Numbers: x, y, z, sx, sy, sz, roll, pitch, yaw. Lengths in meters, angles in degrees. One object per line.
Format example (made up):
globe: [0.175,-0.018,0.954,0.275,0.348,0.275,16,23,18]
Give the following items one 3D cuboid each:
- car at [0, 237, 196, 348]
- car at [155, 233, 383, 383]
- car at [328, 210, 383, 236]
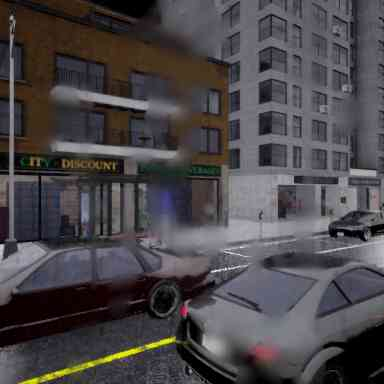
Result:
car: [-2.066,1.547,5.766,5.357,1.411,2.033,0,0,-36]
car: [1.842,1.564,4.623,4.181,1.385,1.994,0,0,-36]
car: [8.602,1.566,16.530,4.313,1.339,1.947,0,0,-36]
